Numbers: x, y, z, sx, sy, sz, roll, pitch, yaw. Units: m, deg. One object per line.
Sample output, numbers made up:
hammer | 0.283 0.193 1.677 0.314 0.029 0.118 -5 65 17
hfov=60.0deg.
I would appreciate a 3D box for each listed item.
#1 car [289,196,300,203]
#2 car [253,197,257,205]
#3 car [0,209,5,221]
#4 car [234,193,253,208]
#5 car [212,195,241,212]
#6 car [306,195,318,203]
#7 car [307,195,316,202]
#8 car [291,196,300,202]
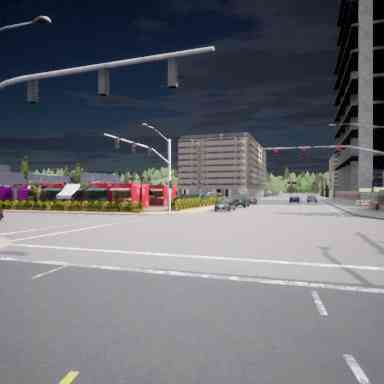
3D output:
car | 21.119 1.475 68.553 1.882 1.535 5.008 0 0 18
car | 10.340 1.561 58.608 1.994 1.385 4.181 0 0 19
car | -17.110 1.532 26.133 5.008 1.535 1.882 0 0 19
car | 7.142 1.219 49.073 2.150 2.045 5.566 0 0 18
car | 4.011 1.489 39.679 2.128 1.511 4.902 0 0 18
car | 24.552 1.538 67.777 2.033 1.411 5.357 0 0 18
car | 27.816 1.521 77.642 1.812 1.442 4.674 0 0 18
car | 24.386 1.549 78.420 1.994 1.385 4.181 0 0 18
